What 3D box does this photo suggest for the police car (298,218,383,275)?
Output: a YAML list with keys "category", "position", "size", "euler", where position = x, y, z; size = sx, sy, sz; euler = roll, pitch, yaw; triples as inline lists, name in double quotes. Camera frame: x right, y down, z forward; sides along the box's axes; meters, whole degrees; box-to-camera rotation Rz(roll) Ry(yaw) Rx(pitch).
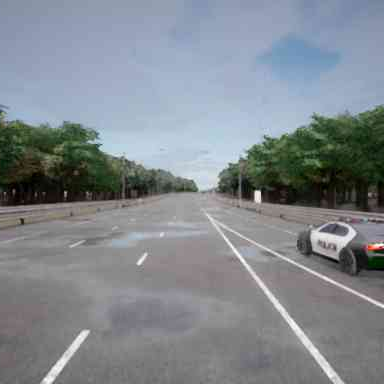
- category: "police car"
  position: [5.257, 1.662, 11.192]
  size: [2.038, 1.542, 4.974]
  euler: [1, -1, -6]
